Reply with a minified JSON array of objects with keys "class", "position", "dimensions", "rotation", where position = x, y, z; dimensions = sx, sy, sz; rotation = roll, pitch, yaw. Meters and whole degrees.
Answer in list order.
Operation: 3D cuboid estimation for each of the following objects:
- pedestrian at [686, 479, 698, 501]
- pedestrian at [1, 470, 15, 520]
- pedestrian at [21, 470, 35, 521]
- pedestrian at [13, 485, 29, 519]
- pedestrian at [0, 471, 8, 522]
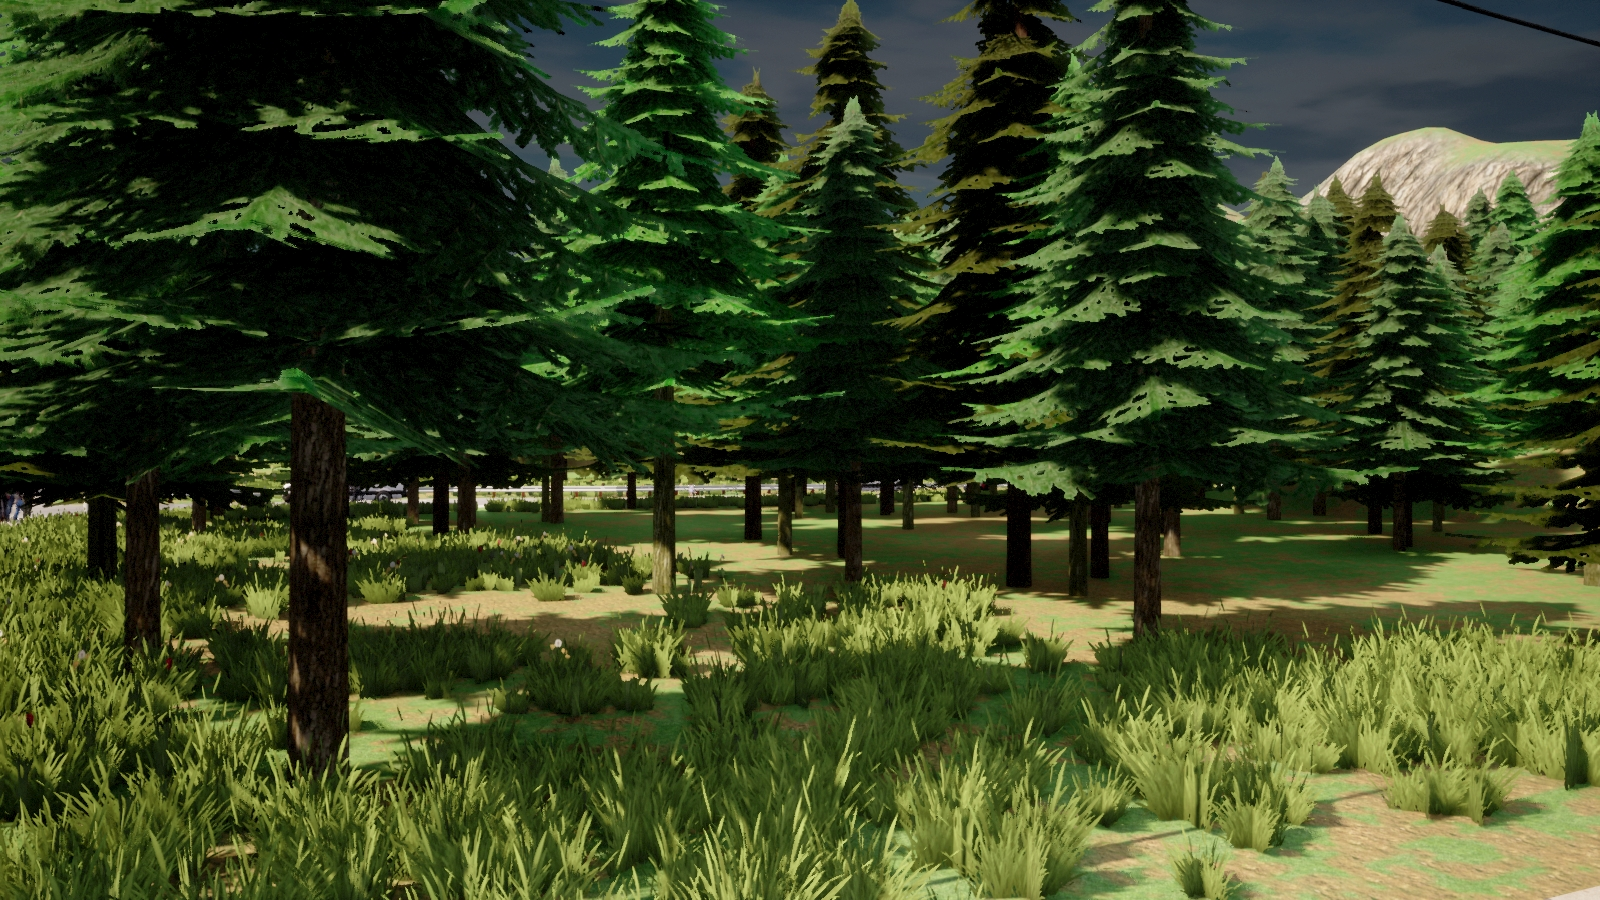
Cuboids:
[{"class":"pedestrian","position":[-5.542,2.050,58.661],"dimensions":[0.500,1.100,0.500],"rotation":[0,0,-27]},{"class":"pedestrian","position":[-29.700,1.694,42.851],"dimensions":[0.375,1.860,0.375],"rotation":[0,0,-26]},{"class":"pedestrian","position":[-28.850,1.694,42.699],"dimensions":[0.375,1.860,0.375],"rotation":[0,0,-27]},{"class":"pedestrian","position":[-29.755,1.976,43.631],"dimensions":[0.375,1.300,0.375],"rotation":[0,0,-6]},{"class":"pedestrian","position":[-29.358,1.695,42.022],"dimensions":[0.375,1.860,0.375],"rotation":[0,0,-37]}]
